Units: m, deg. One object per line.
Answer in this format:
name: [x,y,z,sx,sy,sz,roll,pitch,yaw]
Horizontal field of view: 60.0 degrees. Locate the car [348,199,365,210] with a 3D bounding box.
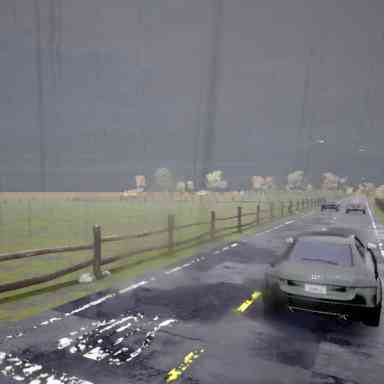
car: [21.909,1.587,44.175,1.895,1.301,4.718,0,0,27]

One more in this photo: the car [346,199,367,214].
car: [17.433,1.535,35.337,2.033,1.411,5.357,0,0,27]

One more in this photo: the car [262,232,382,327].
car: [2.944,1.561,7.248,1.994,1.385,4.181,0,0,27]

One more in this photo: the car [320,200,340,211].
car: [16.564,1.585,39.790,1.895,1.301,4.718,0,0,27]
